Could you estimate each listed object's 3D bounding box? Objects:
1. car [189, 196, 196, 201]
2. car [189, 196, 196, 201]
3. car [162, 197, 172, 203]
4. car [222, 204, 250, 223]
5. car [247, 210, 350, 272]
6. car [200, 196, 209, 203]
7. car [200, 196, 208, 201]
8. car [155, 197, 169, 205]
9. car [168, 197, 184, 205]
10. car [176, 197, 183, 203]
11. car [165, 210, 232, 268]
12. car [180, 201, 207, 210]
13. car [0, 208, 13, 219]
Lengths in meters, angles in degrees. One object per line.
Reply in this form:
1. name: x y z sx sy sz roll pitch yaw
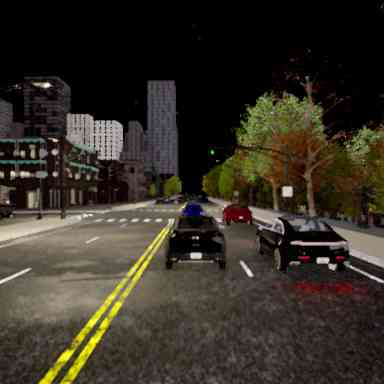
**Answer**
1. car: 0.085 1.987 83.089 2.128 1.511 4.902 0 0 0
2. car: 0.097 1.884 93.509 1.812 1.442 4.674 0 0 0
3. car: -6.410 1.998 84.821 2.128 1.511 4.902 0 0 0
4. car: 3.377 1.626 25.374 1.882 1.535 5.008 0 0 0
5. car: 3.360 1.556 10.950 2.128 1.511 4.902 0 0 0
6. car: 3.336 2.018 83.502 1.994 1.385 4.181 0 0 0
7. car: 3.347 1.860 93.506 1.837 1.490 4.892 0 0 0
8. car: -6.427 1.947 69.231 1.994 1.385 4.181 0 0 0
9. car: -3.177 1.919 69.227 2.128 1.511 4.902 0 0 0
10. car: -3.160 1.973 84.817 1.837 1.490 4.892 0 0 0
11. car: 0.111 1.569 11.556 1.837 1.490 4.892 0 -1 0
12. car: 0.126 1.673 25.218 1.812 1.442 4.674 0 0 0
13. car: -19.921 2.007 32.676 4.313 1.339 1.947 -1 1 0
